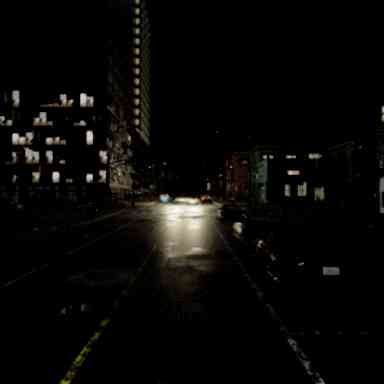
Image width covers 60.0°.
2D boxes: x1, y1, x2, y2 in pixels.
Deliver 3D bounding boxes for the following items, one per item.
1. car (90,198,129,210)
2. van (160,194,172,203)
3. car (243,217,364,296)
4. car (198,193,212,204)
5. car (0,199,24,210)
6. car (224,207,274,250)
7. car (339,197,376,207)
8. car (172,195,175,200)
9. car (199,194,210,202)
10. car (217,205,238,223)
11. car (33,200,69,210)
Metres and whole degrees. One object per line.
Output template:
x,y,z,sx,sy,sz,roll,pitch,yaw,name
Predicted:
-10.832,1.587,43.729,5.008,1.535,1.882,0,-1,1,car
-5.665,1.352,68.563,1.690,1.788,3.998,1,0,0,van
2.703,1.569,8.533,1.947,1.339,4.313,1,0,0,car
2.713,1.450,62.926,1.967,1.590,4.097,1,0,0,car
-23.105,1.585,41.152,4.097,1.590,1.967,-1,0,1,car
2.704,1.556,14.011,2.008,1.369,4.403,1,0,0,car
20.688,1.249,40.725,4.829,1.417,1.752,-1,0,1,car
-5.666,1.535,79.741,1.752,1.417,4.829,1,0,0,car
2.717,1.325,74.274,2.192,1.841,5.009,1,0,0,car
2.829,1.590,24.964,1.802,1.307,4.206,1,0,0,car
-17.420,1.672,41.095,4.206,1.307,1.802,-1,0,1,car
